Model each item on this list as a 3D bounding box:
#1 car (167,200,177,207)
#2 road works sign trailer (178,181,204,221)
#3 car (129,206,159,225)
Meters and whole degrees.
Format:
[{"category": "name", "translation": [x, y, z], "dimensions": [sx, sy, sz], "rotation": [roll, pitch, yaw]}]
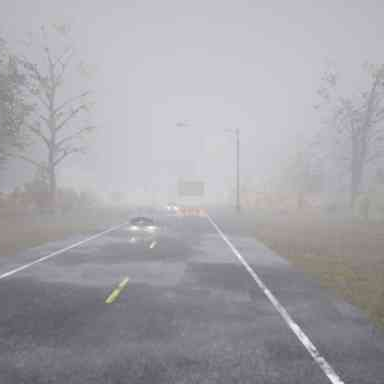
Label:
[{"category": "car", "translation": [-3.945, 2.222, 67.382], "dimensions": [1.895, 1.301, 4.718], "rotation": [0, 0, -1]}, {"category": "road works sign trailer", "translation": [-0.088, 0.759, 30.529], "dimensions": [2.380, 3.560, 2.880], "rotation": [0, -1, 1]}, {"category": "car", "translation": [-3.667, 1.805, 26.598], "dimensions": [2.033, 1.411, 5.357], "rotation": [0, -1, 0]}]
